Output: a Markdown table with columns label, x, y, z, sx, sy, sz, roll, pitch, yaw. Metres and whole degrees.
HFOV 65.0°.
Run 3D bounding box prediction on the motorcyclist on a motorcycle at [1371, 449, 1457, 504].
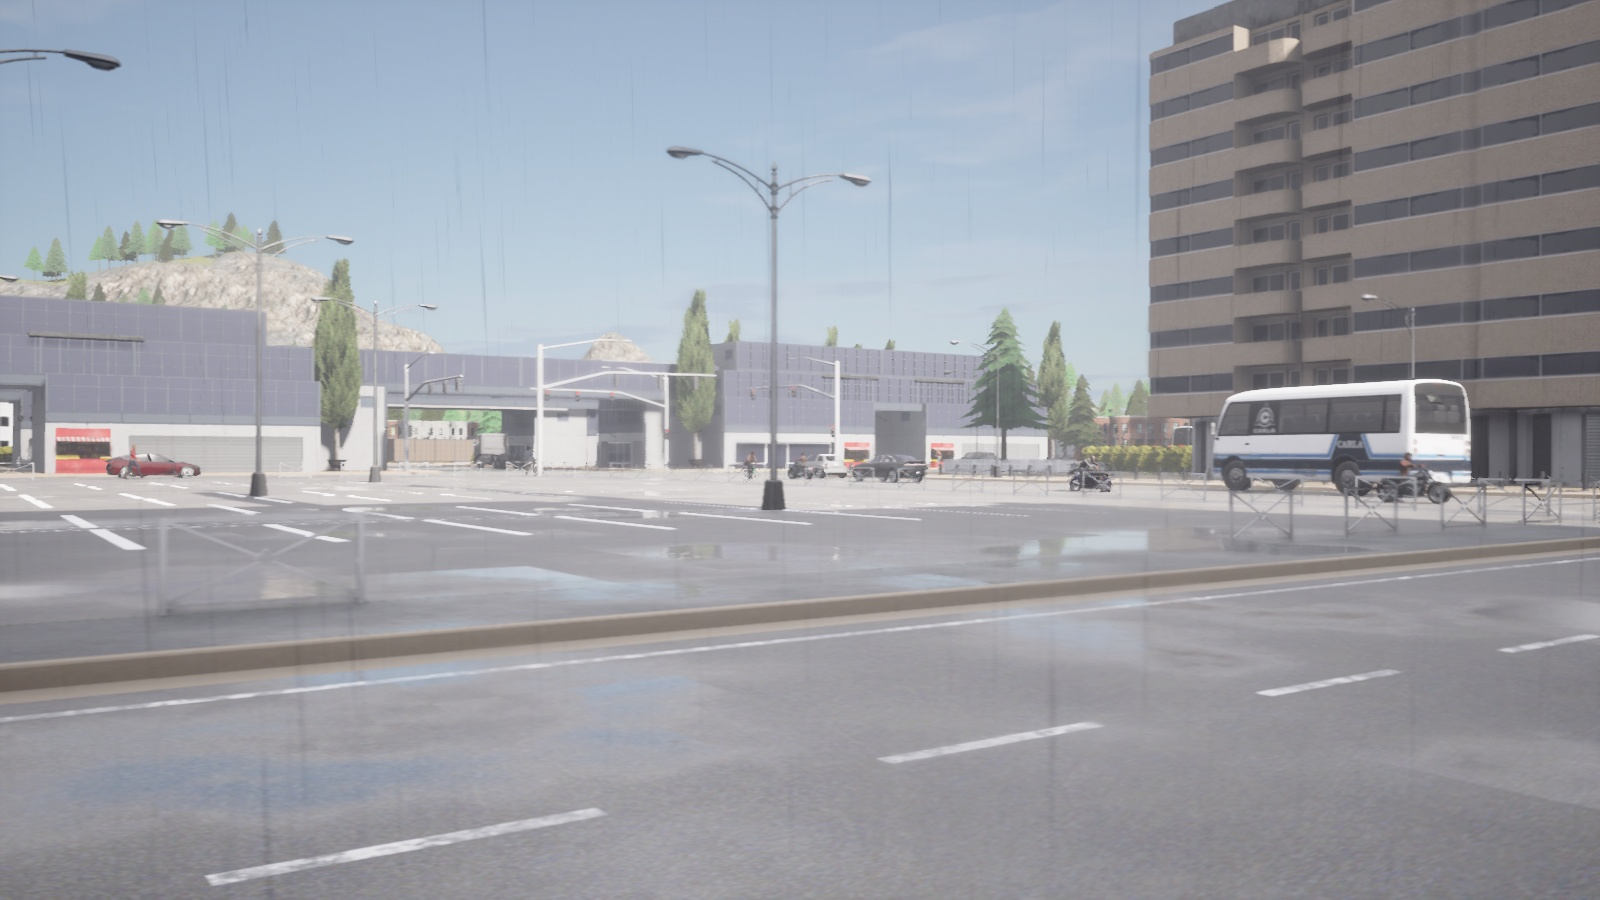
| label | x | y | z | sx | sy | sz | roll | pitch | yaw |
| --- | --- | --- | --- | --- | --- | --- | --- | --- | --- |
| motorcyclist on a motorcycle | 19.214 | 0.806 | 39.357 | 0.766 | 1.649 | 2.350 | 0 | 0 | -35 |

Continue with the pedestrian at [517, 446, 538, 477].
| label | x | y | z | sx | sy | sz | roll | pitch | yaw |
| --- | --- | --- | --- | --- | --- | --- | --- | --- | --- |
| pedestrian | -16.359 | 0.678 | 75.423 | 0.900 | 1.855 | 0.874 | 0 | 0 | 28 |

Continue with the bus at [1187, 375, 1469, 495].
| label | x | y | z | sx | sy | sz | roll | pitch | yaw |
| --- | --- | --- | --- | --- | --- | --- | --- | --- | --- |
| bus | 20.460 | -0.498 | 49.694 | 3.944 | 4.253 | 10.273 | 1 | 0 | -25 |

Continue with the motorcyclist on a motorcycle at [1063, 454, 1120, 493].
| label | x | y | z | sx | sy | sz | roll | pitch | yaw |
| --- | --- | --- | --- | --- | --- | --- | --- | --- | --- |
| motorcyclist on a motorcycle | 11.661 | 0.934 | 50.288 | 0.866 | 1.530 | 2.191 | 0 | 0 | -35 |

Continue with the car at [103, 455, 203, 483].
| label | x | y | z | sx | sy | sz | roll | pitch | yaw |
| --- | --- | --- | --- | --- | --- | --- | --- | --- | --- |
| car | -36.414 | 1.050 | 70.719 | 4.792 | 1.488 | 2.163 | 0 | 0 | -33 |

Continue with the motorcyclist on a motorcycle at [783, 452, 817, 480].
| label | x | y | z | sx | sy | sz | roll | pitch | yaw |
| --- | --- | --- | --- | --- | --- | --- | --- | --- | --- |
| motorcyclist on a motorcycle | -0.028 | 0.931 | 73.362 | 0.766 | 1.649 | 2.350 | 0 | 0 | -35 |

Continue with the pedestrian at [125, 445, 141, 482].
| label | x | y | z | sx | sy | sz | roll | pitch | yaw |
| --- | --- | --- | --- | --- | --- | --- | --- | --- | --- |
| pedestrian | -33.420 | 0.684 | 62.915 | 0.636 | 1.846 | 0.331 | 0 | 0 | -18 |

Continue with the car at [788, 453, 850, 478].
| label | x | y | z | sx | sy | sz | roll | pitch | yaw |
| --- | --- | --- | --- | --- | --- | --- | --- | --- | --- |
| car | 1.144 | 0.954 | 77.823 | 1.970 | 1.475 | 3.806 | 0 | 0 | -34 |

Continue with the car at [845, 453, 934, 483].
| label | x | y | z | sx | sy | sz | roll | pitch | yaw |
| --- | --- | --- | --- | --- | --- | --- | --- | --- | --- |
| car | 4.682 | 0.909 | 66.546 | 2.128 | 1.511 | 4.902 | 0 | 0 | -35 |
